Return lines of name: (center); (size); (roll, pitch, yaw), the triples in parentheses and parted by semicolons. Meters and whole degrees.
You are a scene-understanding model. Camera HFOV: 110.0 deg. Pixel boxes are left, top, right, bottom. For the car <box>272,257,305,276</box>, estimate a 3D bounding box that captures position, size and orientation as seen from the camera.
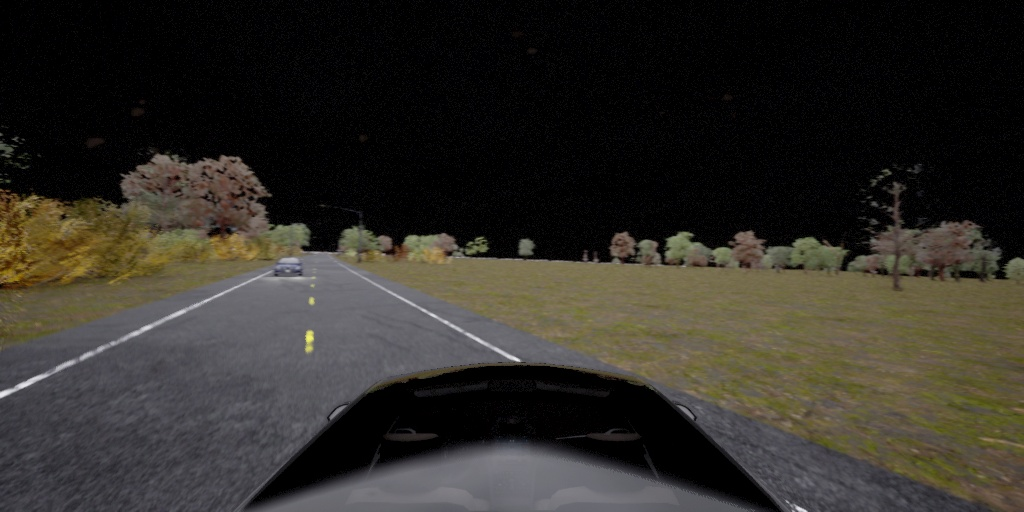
car: (-18.082, 0.839, 29.207); (1.812, 1.442, 4.674); (2, 0, -29)
